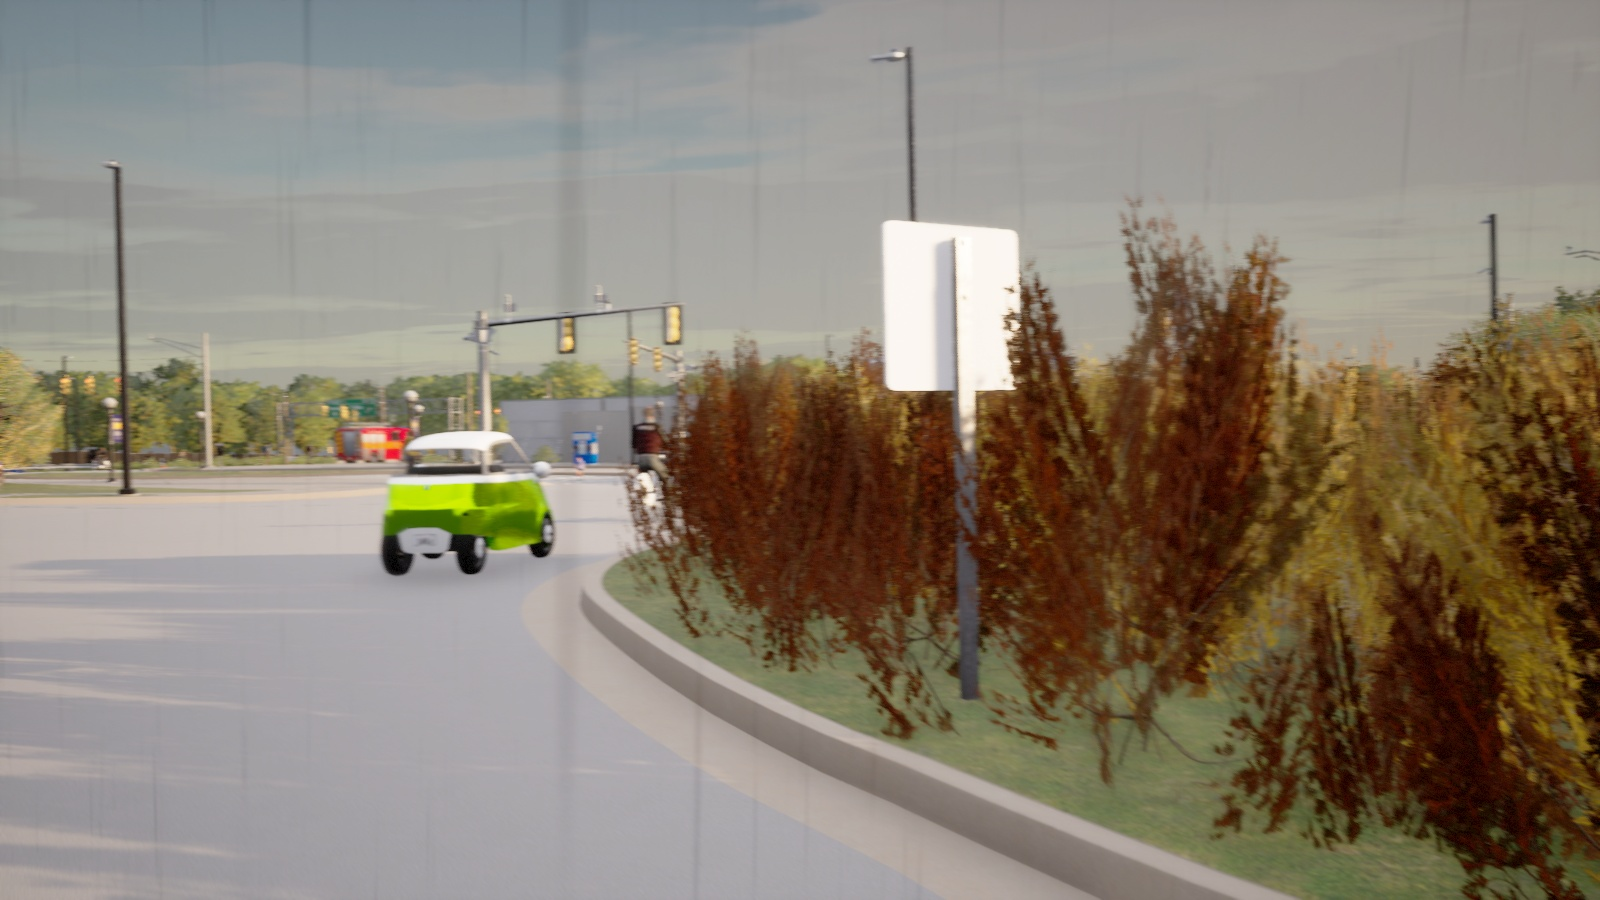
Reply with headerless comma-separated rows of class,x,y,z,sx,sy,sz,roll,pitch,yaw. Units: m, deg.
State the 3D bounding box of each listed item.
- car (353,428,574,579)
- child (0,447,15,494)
car,-3.348,0.489,12.838,1.481,1.376,2.207,-1,1,5
child,-21.308,0.547,33.688,0.270,1.263,0.437,-1,1,-11
